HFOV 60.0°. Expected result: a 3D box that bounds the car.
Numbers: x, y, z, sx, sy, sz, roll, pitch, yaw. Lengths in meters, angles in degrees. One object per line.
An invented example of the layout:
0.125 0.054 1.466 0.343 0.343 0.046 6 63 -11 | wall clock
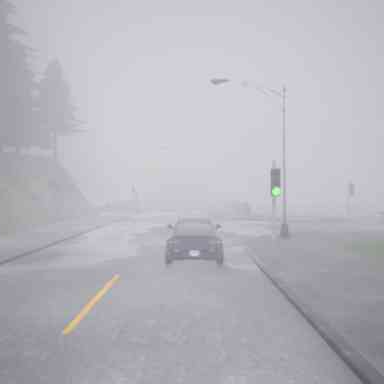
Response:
0.075 1.590 11.780 1.812 1.442 4.674 0 0 0 | car
